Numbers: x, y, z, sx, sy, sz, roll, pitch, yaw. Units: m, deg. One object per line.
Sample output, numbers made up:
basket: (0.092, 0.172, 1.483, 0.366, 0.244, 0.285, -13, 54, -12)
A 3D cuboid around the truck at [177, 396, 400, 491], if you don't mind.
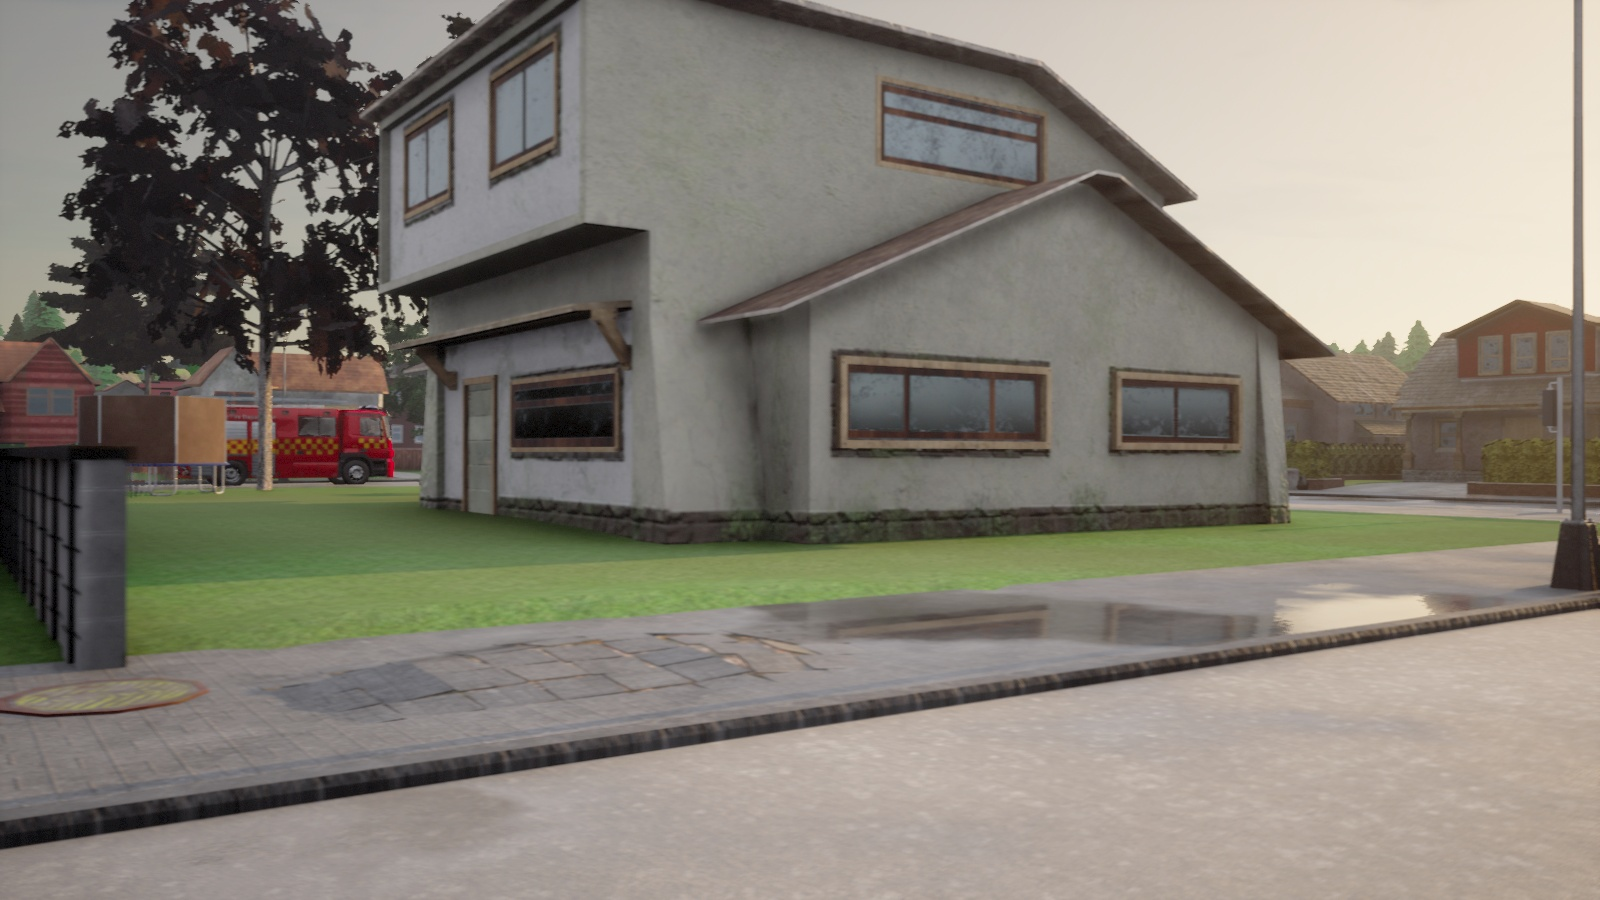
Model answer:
truck: (-21.963, -0.240, 54.207, 8.468, 3.827, 2.891, 0, 0, -35)
